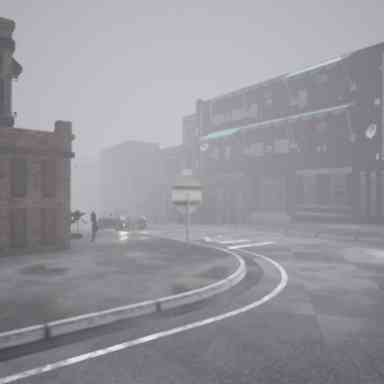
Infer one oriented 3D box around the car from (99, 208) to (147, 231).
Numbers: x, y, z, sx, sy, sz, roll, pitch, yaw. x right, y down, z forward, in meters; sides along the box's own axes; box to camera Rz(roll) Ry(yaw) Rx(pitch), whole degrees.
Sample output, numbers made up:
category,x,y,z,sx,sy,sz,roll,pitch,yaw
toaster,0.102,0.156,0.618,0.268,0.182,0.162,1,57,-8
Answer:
category,x,y,z,sx,sy,sz,roll,pitch,yaw
car,-5.167,1.946,24.595,2.097,1.767,4.553,1,-5,-37
